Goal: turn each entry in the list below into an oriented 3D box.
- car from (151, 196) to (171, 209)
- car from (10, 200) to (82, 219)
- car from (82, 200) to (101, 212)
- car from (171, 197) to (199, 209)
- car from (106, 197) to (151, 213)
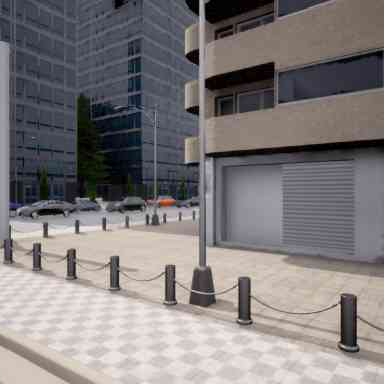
[{"bbox_3d":[-4.367,1.296,45.539,2.097,1.767,4.553,0,0,36],"label":"car"},{"bbox_3d":[-12.415,1.436,28.422,2.128,1.511,4.902,0,0,36],"label":"car"},{"bbox_3d":[-11.748,1.508,35.319,1.994,1.385,4.181,0,0,36],"label":"car"},{"bbox_3d":[-0.317,1.449,45.169,1.837,1.490,4.892,0,0,36],"label":"car"},{"bbox_3d":[-7.073,1.297,35.824,2.097,1.767,4.553,0,0,36],"label":"car"}]
